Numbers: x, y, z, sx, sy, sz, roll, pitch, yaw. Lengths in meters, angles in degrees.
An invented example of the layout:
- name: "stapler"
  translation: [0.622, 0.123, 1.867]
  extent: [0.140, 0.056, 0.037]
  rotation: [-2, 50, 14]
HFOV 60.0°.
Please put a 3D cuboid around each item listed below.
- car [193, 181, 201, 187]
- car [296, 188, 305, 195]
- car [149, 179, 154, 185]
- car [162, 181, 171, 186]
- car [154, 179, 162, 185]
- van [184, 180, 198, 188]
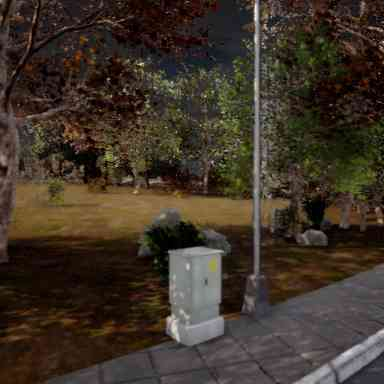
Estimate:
- name: "car"
  translation: [2.264, -1.733, 89.052]
  extent: [2.163, 1.488, 4.792]
  rotation: [4, 1, 24]
- name: "car"
  translation: [25.072, -0.220, 78.985]
  extent: [2.435, 2.045, 5.566]
  rotation: [5, 1, 24]
- name: "car"
  translation: [-10.493, -2.677, 94.448]
  extent: [1.946, 1.575, 5.366]
  rotation: [4, 1, 24]
- name: "car"
  translation: [-5.363, -2.279, 92.355]
  extent: [2.163, 1.488, 4.792]
  rotation: [4, 1, 24]
- name: "car"
  translation: [-7.897, -2.461, 93.473]
  extent: [2.163, 1.488, 4.792]
  rotation: [4, 1, 24]
- name: "van"
  translation: [-0.219, -2.169, 90.246]
  extent: [1.878, 1.987, 4.442]
  rotation: [4, 1, 24]
